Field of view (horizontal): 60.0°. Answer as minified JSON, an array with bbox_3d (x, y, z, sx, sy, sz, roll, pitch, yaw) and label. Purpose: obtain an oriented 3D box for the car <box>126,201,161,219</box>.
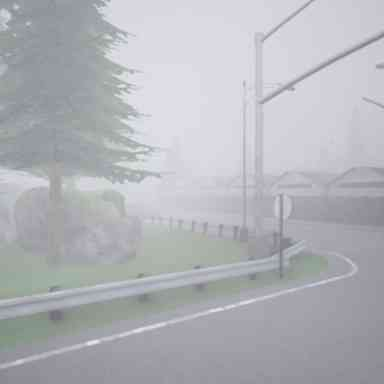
[{"bbox_3d":[-4.746,1.693,31.843,1.837,1.490,4.892,0,0,-34],"label":"car"}]
